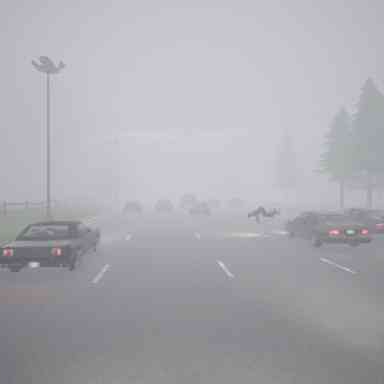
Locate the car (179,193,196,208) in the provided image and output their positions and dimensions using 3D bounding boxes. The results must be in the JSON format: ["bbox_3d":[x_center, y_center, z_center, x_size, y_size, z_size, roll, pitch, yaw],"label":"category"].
[{"bbox_3d":[-0.577,1.221,48.000,2.150,2.045,5.566,0,0,-5],"label":"car"}]

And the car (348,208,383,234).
[{"bbox_3d":[9.128,1.548,17.934,2.033,1.411,5.357,0,0,-5],"label":"car"}]

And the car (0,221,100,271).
[{"bbox_3d":[-4.312,1.601,10.886,1.895,1.301,4.718,0,0,-5],"label":"car"}]

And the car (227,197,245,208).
[{"bbox_3d":[6.390,1.505,48.686,1.837,1.490,4.892,0,0,-5],"label":"car"}]

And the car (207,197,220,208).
[{"bbox_3d":[2.868,1.477,48.796,1.882,1.535,5.008,0,0,-5],"label":"car"}]

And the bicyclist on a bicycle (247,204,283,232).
[{"bbox_3d":[3.716,1.249,17.281,1.620,1.656,0.582,12,21,-5],"label":"bicyclist on a bicycle"}]

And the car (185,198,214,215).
[{"bbox_3d":[0.679,1.562,33.898,1.994,1.385,4.181,0,0,-5],"label":"car"}]

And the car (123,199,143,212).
[{"bbox_3d":[-6.706,1.525,37.926,1.812,1.442,4.674,0,0,-5],"label":"car"}]

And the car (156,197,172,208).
[{"bbox_3d":[-4.099,1.491,48.103,2.128,1.511,4.902,0,0,-6],"label":"car"}]

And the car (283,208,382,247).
[{"bbox_3d":[5.816,1.547,14.999,2.033,1.411,5.357,0,0,-3],"label":"car"}]

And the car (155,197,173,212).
[{"bbox_3d":[-3.203,1.601,38.048,1.895,1.301,4.718,0,0,-5],"label":"car"}]
